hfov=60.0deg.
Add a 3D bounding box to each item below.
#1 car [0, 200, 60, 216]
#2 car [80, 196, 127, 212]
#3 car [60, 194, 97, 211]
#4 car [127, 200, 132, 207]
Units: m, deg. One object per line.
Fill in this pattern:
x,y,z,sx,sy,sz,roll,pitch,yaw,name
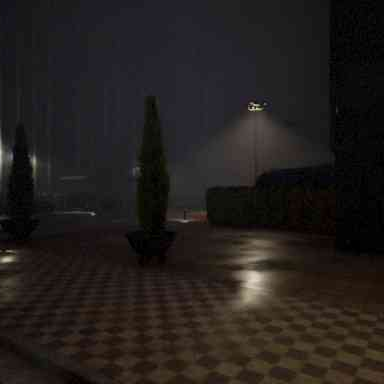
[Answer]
-15.842,1.505,32.344,1.837,1.490,4.892,0,0,35,car
-10.511,1.505,40.004,1.837,1.490,4.892,0,0,35,car
-14.055,1.221,41.047,2.150,2.045,5.566,0,0,35,car
-8.062,1.491,49.628,2.128,1.511,4.902,0,0,35,car
